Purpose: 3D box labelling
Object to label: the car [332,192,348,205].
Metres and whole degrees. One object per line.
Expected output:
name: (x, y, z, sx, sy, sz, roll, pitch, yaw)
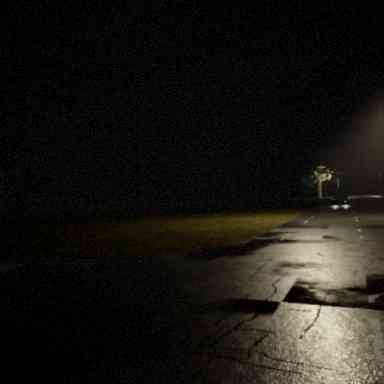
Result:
car: (25.088, 1.119, 56.264, 2.150, 2.045, 5.566, -4, -1, 28)
